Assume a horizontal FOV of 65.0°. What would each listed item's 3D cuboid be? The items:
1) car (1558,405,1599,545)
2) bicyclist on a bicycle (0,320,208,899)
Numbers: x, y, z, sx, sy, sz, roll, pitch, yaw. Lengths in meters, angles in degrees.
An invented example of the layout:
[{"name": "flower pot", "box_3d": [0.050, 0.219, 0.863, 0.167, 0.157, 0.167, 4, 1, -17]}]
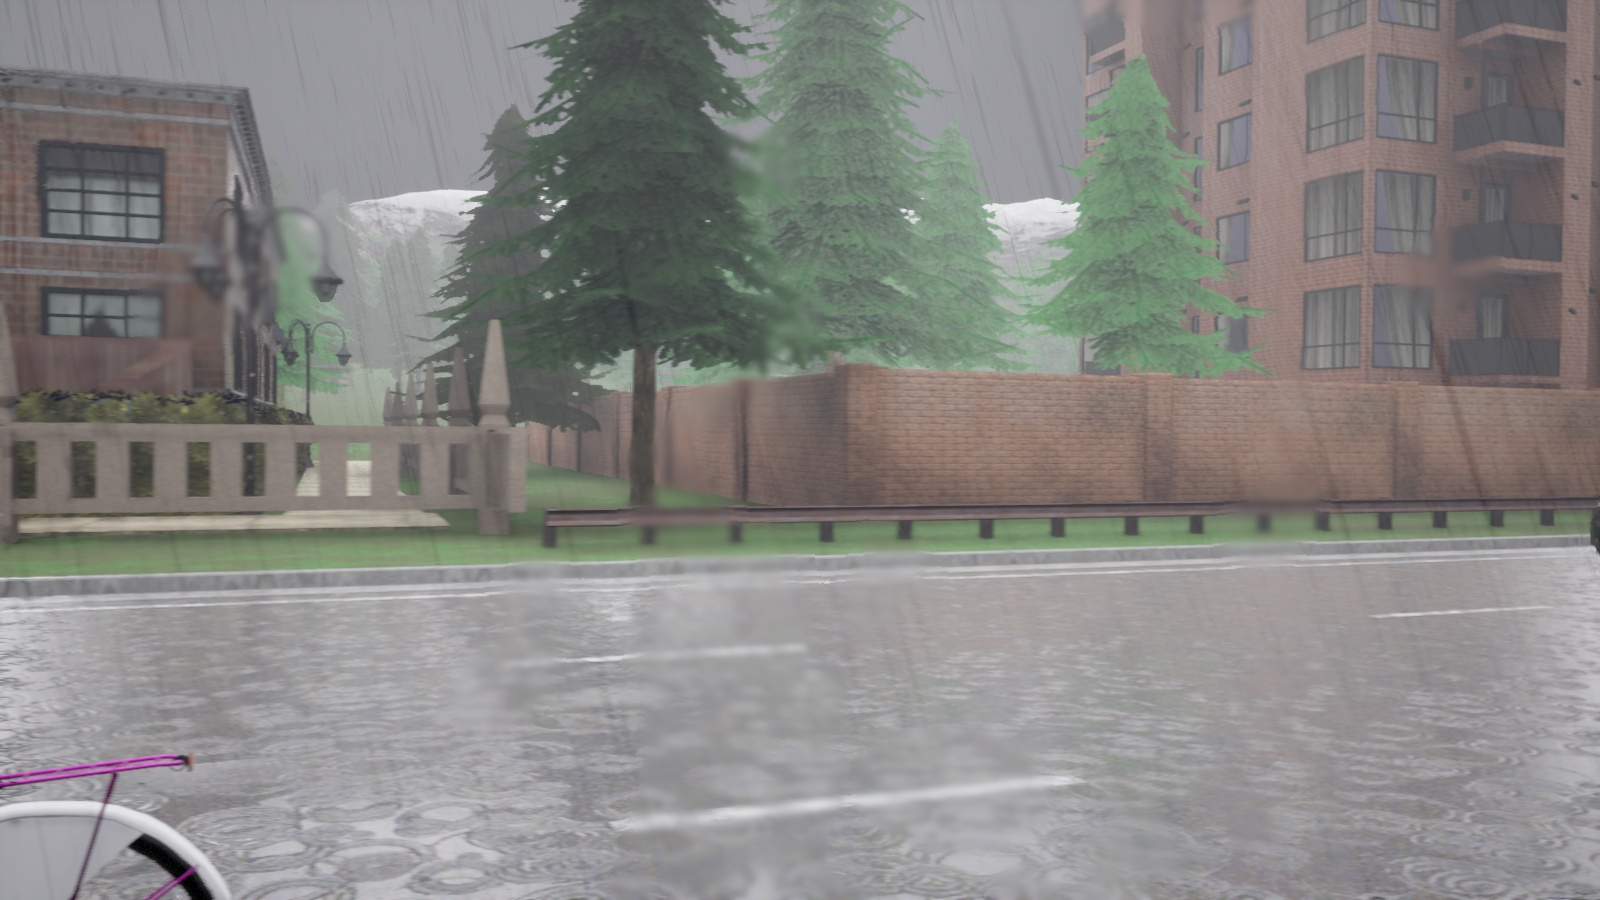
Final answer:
[{"name": "car", "box_3d": [11.894, 0.266, 15.240, 4.611, 1.667, 2.242, -1, 1, -21]}, {"name": "bicyclist on a bicycle", "box_3d": [-2.186, 0.653, 2.408, 1.843, 1.776, 0.659, -1, 1, -21]}]
